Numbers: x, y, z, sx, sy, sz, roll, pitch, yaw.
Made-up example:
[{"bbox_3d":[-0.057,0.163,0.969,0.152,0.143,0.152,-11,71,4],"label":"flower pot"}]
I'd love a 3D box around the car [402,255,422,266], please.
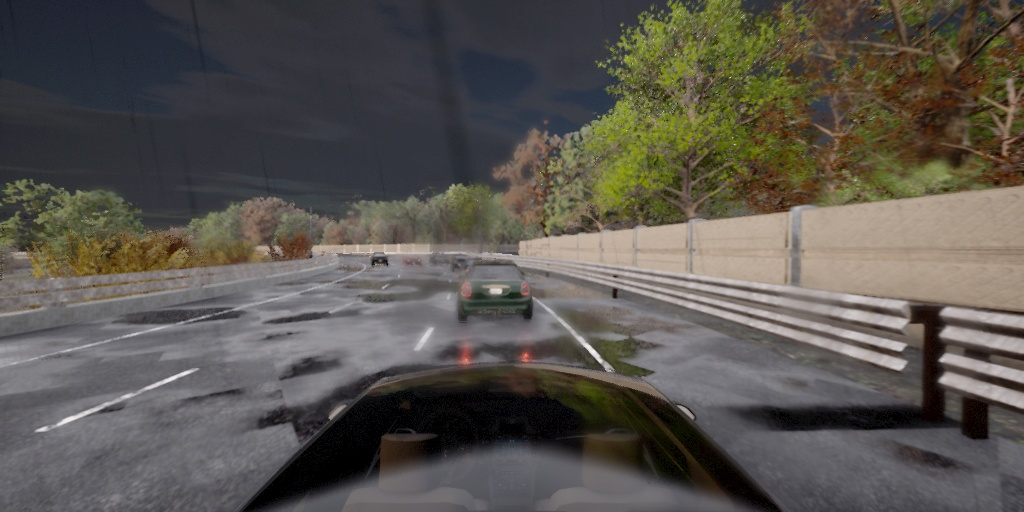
[{"bbox_3d":[-12.290,0.521,43.797,1.895,1.301,4.718,-1,1,-23],"label":"car"}]

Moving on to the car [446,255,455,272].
[{"bbox_3d":[-4.765,0.628,33.196,1.837,1.490,4.892,0,2,-14],"label":"car"}]

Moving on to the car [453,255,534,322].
[{"bbox_3d":[-0.611,0.905,11.562,2.097,1.767,4.553,0,1,-5],"label":"car"}]

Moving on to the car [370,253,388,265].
[{"bbox_3d":[-17.068,0.361,45.955,1.882,1.535,5.008,0,1,-25],"label":"car"}]

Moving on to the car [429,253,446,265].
[{"bbox_3d":[-9.458,0.360,46.107,2.128,1.511,4.902,-1,1,-23],"label":"car"}]
